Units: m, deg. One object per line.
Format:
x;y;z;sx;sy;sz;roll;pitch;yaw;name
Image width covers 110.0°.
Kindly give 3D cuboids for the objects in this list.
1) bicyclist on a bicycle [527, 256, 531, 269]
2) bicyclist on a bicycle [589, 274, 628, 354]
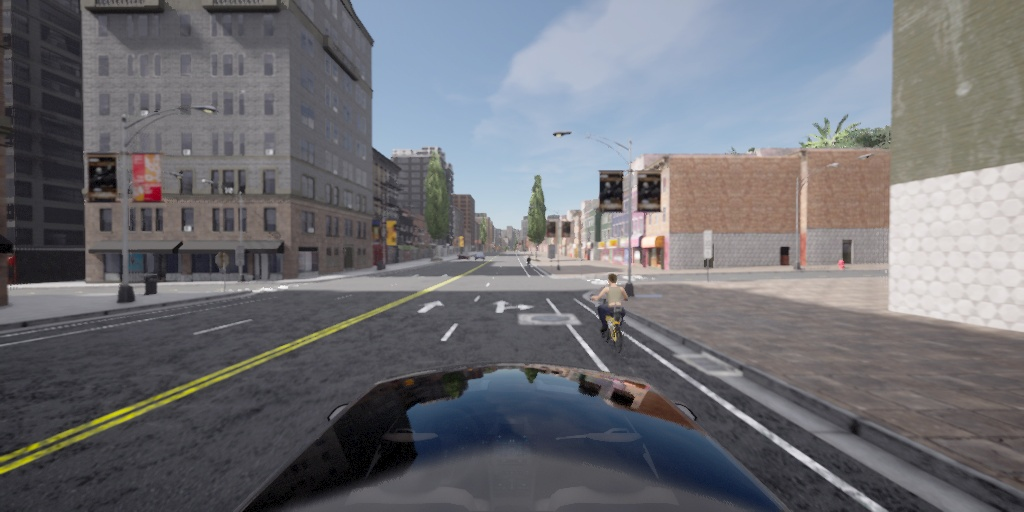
2.254;0.845;48.269;0.659;1.776;1.843;0;1;0;bicyclist on a bicycle
2.156;1.183;7.793;0.866;1.612;1.509;0;0;0;bicyclist on a bicycle
